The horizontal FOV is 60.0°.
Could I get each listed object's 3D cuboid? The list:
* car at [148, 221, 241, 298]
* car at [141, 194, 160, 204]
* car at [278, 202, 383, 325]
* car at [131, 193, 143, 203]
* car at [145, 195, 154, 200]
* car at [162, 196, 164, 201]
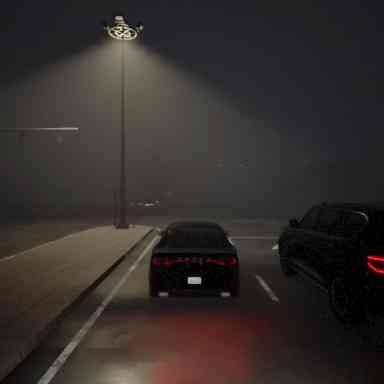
[{"bbox_3d":[0.059,1.478,8.597,1.882,1.535,5.008,0,0,0],"label":"car"},{"bbox_3d":[-8.060,1.491,65.420,2.128,1.511,4.902,0,0,1],"label":"car"},{"bbox_3d":[3.563,1.221,7.247,2.150,2.045,5.566,0,0,0],"label":"car"},{"bbox_3d":[-11.534,1.225,70.629,2.150,2.045,5.566,0,0,0],"label":"car"},{"bbox_3d":[-11.544,1.499,90.351,1.837,1.490,4.892,0,0,0],"label":"car"},{"bbox_3d":[-8.040,1.552,83.535,1.994,1.385,4.181,0,0,0],"label":"car"}]
